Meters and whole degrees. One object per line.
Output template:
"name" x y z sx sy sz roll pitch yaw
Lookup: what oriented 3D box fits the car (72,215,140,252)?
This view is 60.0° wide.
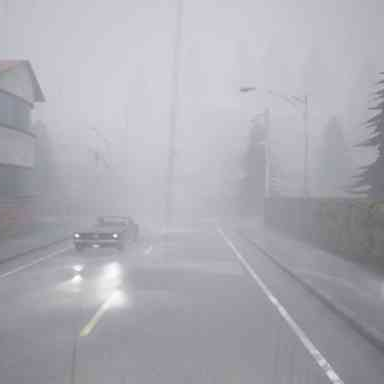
"car" -3.559 1.727 14.549 1.895 1.301 4.718 0 -1 0
